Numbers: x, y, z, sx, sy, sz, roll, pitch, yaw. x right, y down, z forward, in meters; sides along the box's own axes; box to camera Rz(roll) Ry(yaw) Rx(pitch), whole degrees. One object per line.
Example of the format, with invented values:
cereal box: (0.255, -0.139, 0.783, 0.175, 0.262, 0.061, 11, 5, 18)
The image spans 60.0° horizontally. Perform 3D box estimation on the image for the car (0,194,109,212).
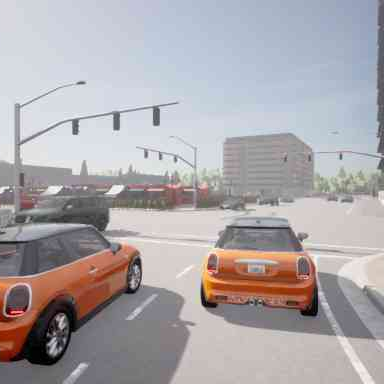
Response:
car: (-6.546, 1.220, 17.147, 2.150, 2.045, 5.566, 0, 0, 24)

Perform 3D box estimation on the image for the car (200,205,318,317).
car: (1.622, 1.352, 7.828, 2.097, 1.767, 4.553, 0, 0, 14)

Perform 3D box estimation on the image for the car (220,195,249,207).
car: (4.904, 1.492, 39.684, 2.128, 1.511, 4.902, 0, 0, 27)

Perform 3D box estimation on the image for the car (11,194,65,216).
car: (-16.132, 1.277, 34.793, 5.566, 2.045, 2.150, 0, 0, 28)

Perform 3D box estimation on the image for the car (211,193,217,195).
car: (5.058, 1.208, 86.961, 4.605, 1.855, 1.932, 0, 0, 28)

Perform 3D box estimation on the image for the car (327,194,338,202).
car: (33.550, 1.355, 79.364, 2.097, 1.767, 4.553, 0, 0, 27)

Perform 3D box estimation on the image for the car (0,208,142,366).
car: (-2.494, 1.352, 6.118, 2.097, 1.767, 4.553, 0, 0, 10)

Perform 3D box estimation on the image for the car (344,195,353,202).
car: (36.687, 1.500, 77.809, 1.837, 1.490, 4.892, 0, 0, 27)

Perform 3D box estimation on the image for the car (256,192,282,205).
car: (12.694, 1.221, 54.634, 2.150, 2.045, 5.566, 0, 0, 28)

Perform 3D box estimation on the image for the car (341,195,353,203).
car: (32.097, 1.595, 68.987, 1.895, 1.301, 4.718, 0, 0, 27)

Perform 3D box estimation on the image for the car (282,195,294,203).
car: (19.182, 1.355, 66.912, 2.097, 1.767, 4.553, 0, 0, 27)
